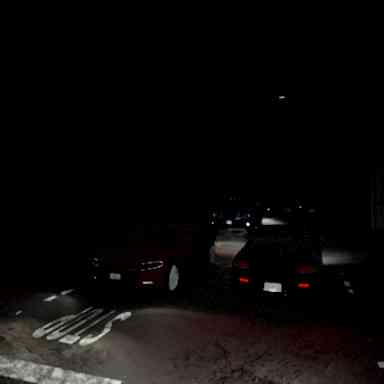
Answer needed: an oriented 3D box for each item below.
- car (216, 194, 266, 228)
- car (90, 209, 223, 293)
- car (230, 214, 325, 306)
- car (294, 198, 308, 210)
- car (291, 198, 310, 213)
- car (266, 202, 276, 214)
[{"bbox_3d":[2.762,1.168,19.419,2.150,2.045,5.566,0,0,19],"label":"car"},{"bbox_3d":[-0.746,1.453,9.157,1.882,1.535,5.008,0,0,19],"label":"car"},{"bbox_3d":[2.161,1.503,8.033,1.812,1.442,4.674,0,0,19],"label":"car"},{"bbox_3d":[15.380,1.601,46.882,1.882,1.535,5.008,0,-1,19],"label":"car"},{"bbox_3d":[12.204,1.580,37.379,1.994,1.385,4.181,0,-1,19],"label":"car"},{"bbox_3d":[6.539,1.553,30.484,1.895,1.301,4.718,0,0,19],"label":"car"}]
